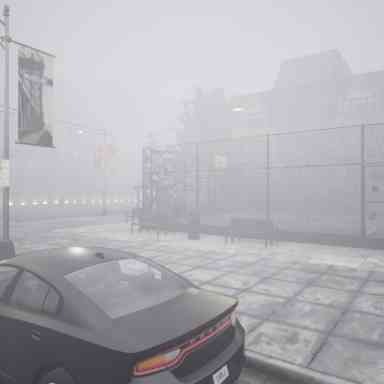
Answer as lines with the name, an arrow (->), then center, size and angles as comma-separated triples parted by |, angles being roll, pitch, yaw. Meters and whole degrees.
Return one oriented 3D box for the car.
car -> -1.763, 1.480, 4.390 | 5.008, 1.535, 2.097 | 0, 0, 35
